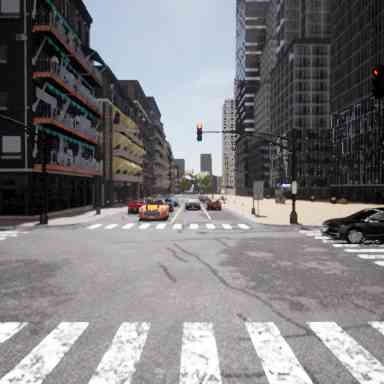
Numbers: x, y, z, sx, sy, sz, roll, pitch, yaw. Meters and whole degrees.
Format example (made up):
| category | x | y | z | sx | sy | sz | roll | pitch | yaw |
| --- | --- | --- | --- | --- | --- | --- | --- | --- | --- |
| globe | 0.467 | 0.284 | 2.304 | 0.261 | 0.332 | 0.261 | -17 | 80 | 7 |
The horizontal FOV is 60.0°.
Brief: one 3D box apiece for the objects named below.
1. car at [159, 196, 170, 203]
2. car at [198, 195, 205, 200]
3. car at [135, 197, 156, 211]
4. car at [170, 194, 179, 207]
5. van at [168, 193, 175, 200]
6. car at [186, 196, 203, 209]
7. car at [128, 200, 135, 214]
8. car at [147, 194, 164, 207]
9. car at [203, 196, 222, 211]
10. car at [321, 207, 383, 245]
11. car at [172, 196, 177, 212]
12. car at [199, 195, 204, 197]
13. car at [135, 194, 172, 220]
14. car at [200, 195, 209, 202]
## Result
| category | x | y | z | sx | sy | sz | roll | pitch | yaw |
| --- | --- | --- | --- | --- | --- | --- | --- | --- | --- |
| car | -5.656 | 1.542 | 69.301 | 1.802 | 1.307 | 4.206 | -1 | 0 | 0 |
| car | 2.705 | 1.480 | 92.119 | 1.752 | 1.417 | 4.829 | -1 | 0 | 0 |
| car | -5.675 | 1.411 | 41.056 | 1.967 | 1.590 | 4.097 | -1 | 0 | 0 |
| car | -3.050 | 1.513 | 52.348 | 2.033 | 1.411 | 5.357 | 0 | 0 | 0 |
| van | -5.644 | 1.296 | 91.895 | 1.690 | 1.788 | 3.998 | -1 | 0 | 0 |
| car | 0.136 | 1.570 | 43.896 | 1.895 | 1.301 | 4.718 | 0 | 0 | 0 |
| car | -5.677 | 1.519 | 35.407 | 1.887 | 1.381 | 4.507 | -1 | 0 | 0 |
| car | -5.670 | 1.281 | 52.354 | 2.192 | 1.841 | 5.009 | -1 | 0 | 0 |
| car | 2.673 | 1.516 | 41.108 | 1.887 | 1.381 | 4.507 | -1 | 0 | 0 |
| car | 8.286 | 1.448 | 14.755 | 4.892 | 1.490 | 1.837 | 0 | 1 | 0 |
| car | -3.071 | 1.479 | 38.279 | 1.837 | 1.490 | 4.892 | 0 | 0 | 0 |
| car | 2.688 | 1.513 | 63.703 | 2.008 | 1.369 | 4.403 | -1 | 0 | 0 |
| car | -3.081 | 1.332 | 27.661 | 2.097 | 1.767 | 4.553 | 0 | 0 | 0 |
| car | 2.695 | 1.503 | 75.002 | 1.887 | 1.381 | 4.507 | -1 | 0 | 0 |
